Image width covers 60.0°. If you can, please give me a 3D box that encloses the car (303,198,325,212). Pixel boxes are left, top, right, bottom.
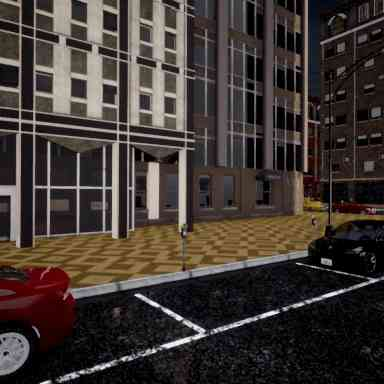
[{"bbox_3d":[12.341,1.468,36.647,1.752,1.417,4.829,0,0,-36],"label":"car"}]

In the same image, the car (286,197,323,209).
[{"bbox_3d":[15.634,1.500,46.415,1.752,1.417,4.829,0,0,-36],"label":"car"}]

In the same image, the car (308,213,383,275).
[{"bbox_3d":[5.509,1.567,10.510,4.313,1.339,1.947,0,0,-36],"label":"car"}]

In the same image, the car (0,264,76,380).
[{"bbox_3d":[-3.740,1.545,3.885,4.507,1.381,1.887,0,0,-36],"label":"car"}]

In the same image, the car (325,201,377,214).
[{"bbox_3d":[15.550,1.535,32.189,1.802,1.307,4.206,0,0,-36],"label":"car"}]
